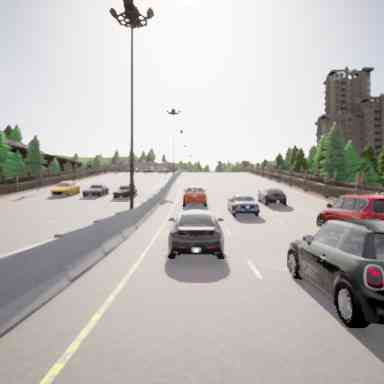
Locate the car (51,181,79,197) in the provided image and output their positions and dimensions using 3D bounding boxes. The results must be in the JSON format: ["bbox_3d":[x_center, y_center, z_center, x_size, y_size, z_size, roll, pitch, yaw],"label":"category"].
[{"bbox_3d":[-13.891,-0.407,36.789,1.882,1.535,5.008,0,6,0],"label":"car"}]

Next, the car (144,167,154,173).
[{"bbox_3d":[-10.067,-5.073,77.361,1.895,1.301,4.718,0,6,0],"label":"car"}]

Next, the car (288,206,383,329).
[{"bbox_3d":[3.597,1.359,7.131,2.097,1.767,4.553,0,0,1],"label":"car"}]

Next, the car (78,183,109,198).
[{"bbox_3d":[-10.397,-0.211,36.152,1.895,1.301,4.718,0,6,0],"label":"car"}]

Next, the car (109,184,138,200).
[{"bbox_3d":[-6.906,-0.053,34.742,1.895,1.301,4.718,0,6,0],"label":"car"}]

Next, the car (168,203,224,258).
[{"bbox_3d":[0.151,1.422,12.518,1.837,1.490,4.892,0,2,0],"label":"car"}]

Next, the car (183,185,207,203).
[{"bbox_3d":[0.257,0.168,30.261,2.097,1.767,4.553,0,5,0],"label":"car"}]

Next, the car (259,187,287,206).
[{"bbox_3d":[7.258,0.314,30.380,1.837,1.490,4.892,0,6,0],"label":"car"}]

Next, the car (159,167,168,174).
[{"bbox_3d":[-6.570,-5.067,76.953,2.128,1.511,4.902,0,6,0],"label":"car"}]

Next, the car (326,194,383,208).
[{"bbox_3d":[7.163,1.094,13.945,2.150,2.045,5.566,0,1,1],"label":"car"}]

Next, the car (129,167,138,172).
[{"bbox_3d":[-13.566,-5.200,77.675,1.812,1.442,4.674,0,6,0],"label":"car"}]

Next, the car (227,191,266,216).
[{"bbox_3d":[3.710,0.859,24.455,2.033,1.411,5.357,0,4,1],"label":"car"}]
